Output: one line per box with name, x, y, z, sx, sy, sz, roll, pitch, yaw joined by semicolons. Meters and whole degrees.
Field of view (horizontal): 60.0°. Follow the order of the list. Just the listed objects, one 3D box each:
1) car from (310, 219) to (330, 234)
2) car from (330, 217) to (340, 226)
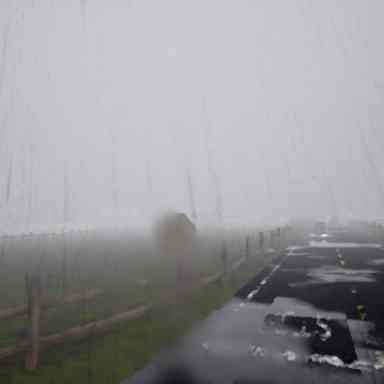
car;16.387;4.589;42.757;1.837;1.490;4.892;-3;-5;21
car;33.563;6.840;78.509;2.150;2.045;5.566;-3;-5;21
